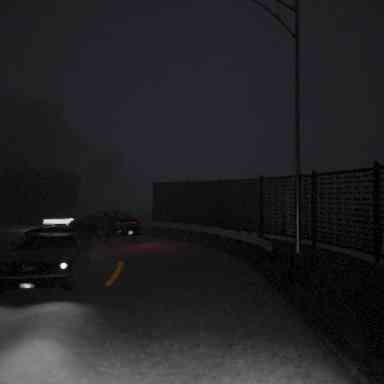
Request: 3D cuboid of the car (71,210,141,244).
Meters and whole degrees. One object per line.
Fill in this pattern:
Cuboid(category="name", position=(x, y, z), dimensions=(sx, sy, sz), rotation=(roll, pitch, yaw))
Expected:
Cuboid(category="car", position=(-4.679, 1.709, 17.346), dimensions=(4.902, 1.511, 2.128), rotation=(-1, -1, 43))

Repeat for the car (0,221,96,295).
Cuboid(category="car", position=(-3.940, 1.717, 9.246), dimensions=(1.895, 1.301, 4.718), rotation=(0, -1, -11))
